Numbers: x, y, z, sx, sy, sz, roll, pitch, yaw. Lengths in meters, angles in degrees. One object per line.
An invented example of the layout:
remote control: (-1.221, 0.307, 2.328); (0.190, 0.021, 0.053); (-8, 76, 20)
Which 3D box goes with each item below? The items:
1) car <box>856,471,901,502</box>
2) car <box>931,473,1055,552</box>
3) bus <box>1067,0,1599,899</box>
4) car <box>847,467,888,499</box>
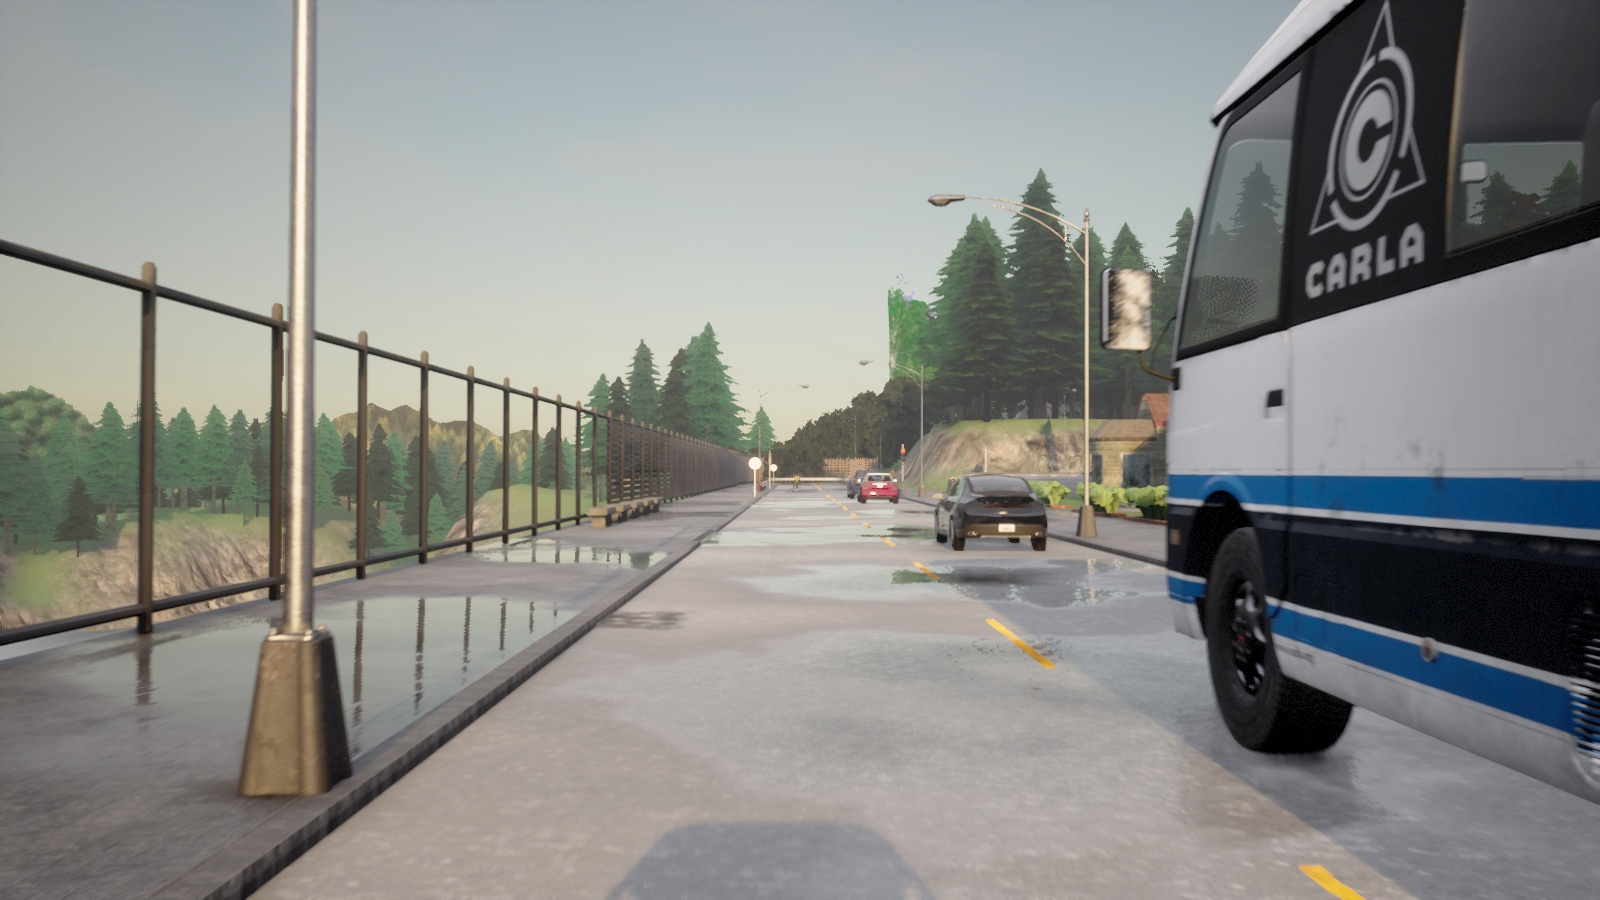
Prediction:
car: (3.855, 1.810, 62.444); (1.970, 1.475, 3.806); (0, -1, 0)
car: (3.936, 1.246, 26.435); (1.837, 1.490, 4.892); (0, -1, 0)
bus: (3.984, -0.508, 4.193); (3.944, 4.253, 10.273); (0, -1, 0)
car: (3.835, 1.868, 72.266); (2.097, 1.767, 4.553); (0, -1, 0)
